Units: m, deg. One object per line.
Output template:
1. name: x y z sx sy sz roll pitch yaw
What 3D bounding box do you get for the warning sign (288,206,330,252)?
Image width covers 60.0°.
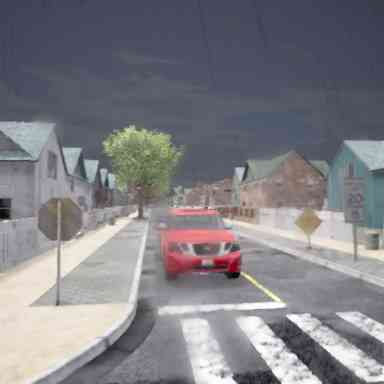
1. warning sign: 5.078 1.584 14.504 1.300 1.860 1.060 -1 -3 -7

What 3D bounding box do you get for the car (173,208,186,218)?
1. car: -2.016 3.328 52.652 1.812 1.442 4.674 0 -2 -7

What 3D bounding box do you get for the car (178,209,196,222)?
1. car: -0.703 2.910 42.059 1.882 1.535 5.008 0 -2 -6

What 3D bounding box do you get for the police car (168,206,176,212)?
1. police car: -5.273 4.465 87.842 1.930 1.638 5.238 0 -2 -7

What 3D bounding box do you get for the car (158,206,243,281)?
1. car: 0.067 1.606 11.550 2.150 2.045 5.566 0 -2 -7

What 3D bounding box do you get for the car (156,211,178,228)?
1. car: -2.574 2.688 33.463 2.033 1.411 5.357 0 -2 -7
